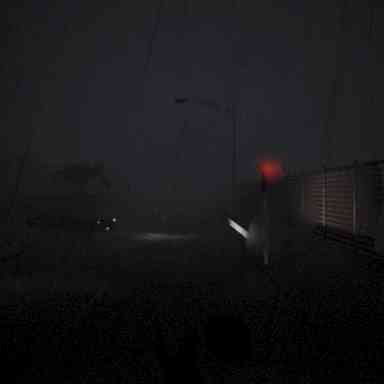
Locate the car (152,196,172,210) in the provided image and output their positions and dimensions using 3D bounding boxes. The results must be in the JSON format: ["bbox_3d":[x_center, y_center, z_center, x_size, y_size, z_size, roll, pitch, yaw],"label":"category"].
[{"bbox_3d":[-4.029,1.552,43.362,1.994,1.385,4.181,0,0,0],"label":"car"}]

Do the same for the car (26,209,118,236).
[{"bbox_3d":[-6.451,1.596,18.030,4.718,1.301,1.895,0,0,19],"label":"car"}]

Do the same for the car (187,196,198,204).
[{"bbox_3d":[0.101,1.487,63.160,1.837,1.490,4.892,0,0,0],"label":"car"}]

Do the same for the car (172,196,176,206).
[{"bbox_3d":[-4.007,1.462,53.433,1.882,1.535,5.008,0,0,0],"label":"car"}]
